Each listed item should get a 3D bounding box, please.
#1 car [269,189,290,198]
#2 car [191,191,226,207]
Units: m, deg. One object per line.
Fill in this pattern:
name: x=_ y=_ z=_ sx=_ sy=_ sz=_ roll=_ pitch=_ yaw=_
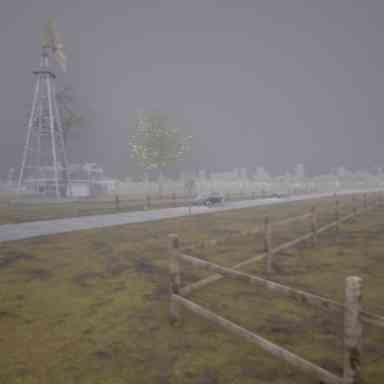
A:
car: x=13.241 y=0.271 z=50.379 sx=1.994 sy=1.385 sz=4.181 roll=-1 pitch=1 yaw=35
car: x=1.700 y=0.675 z=34.262 sx=1.837 sy=1.490 sz=4.892 roll=-1 pitch=1 yaw=35
